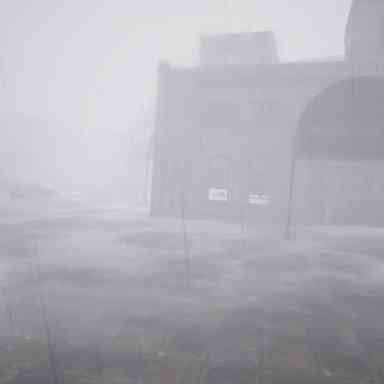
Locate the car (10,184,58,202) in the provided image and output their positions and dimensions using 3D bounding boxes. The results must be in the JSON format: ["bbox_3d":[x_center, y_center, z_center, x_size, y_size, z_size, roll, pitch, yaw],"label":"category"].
[{"bbox_3d":[-14.713,0.022,31.273,2.128,1.511,4.902,5,3,15],"label":"car"}]
